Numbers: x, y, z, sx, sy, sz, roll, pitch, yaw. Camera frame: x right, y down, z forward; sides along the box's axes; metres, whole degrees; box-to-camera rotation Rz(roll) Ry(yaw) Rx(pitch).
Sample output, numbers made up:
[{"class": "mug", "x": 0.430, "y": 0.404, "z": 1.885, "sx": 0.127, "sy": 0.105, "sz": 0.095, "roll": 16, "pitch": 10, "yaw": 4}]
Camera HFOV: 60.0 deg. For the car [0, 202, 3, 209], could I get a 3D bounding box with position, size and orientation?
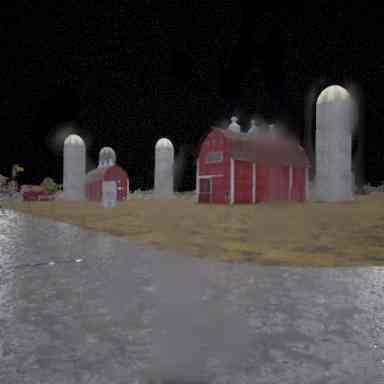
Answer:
[{"class": "car", "x": -31.154, "y": 1.970, "z": 52.465, "sx": 1.994, "sy": 1.385, "sz": 4.181, "roll": 1, "pitch": -2, "yaw": -36}]
